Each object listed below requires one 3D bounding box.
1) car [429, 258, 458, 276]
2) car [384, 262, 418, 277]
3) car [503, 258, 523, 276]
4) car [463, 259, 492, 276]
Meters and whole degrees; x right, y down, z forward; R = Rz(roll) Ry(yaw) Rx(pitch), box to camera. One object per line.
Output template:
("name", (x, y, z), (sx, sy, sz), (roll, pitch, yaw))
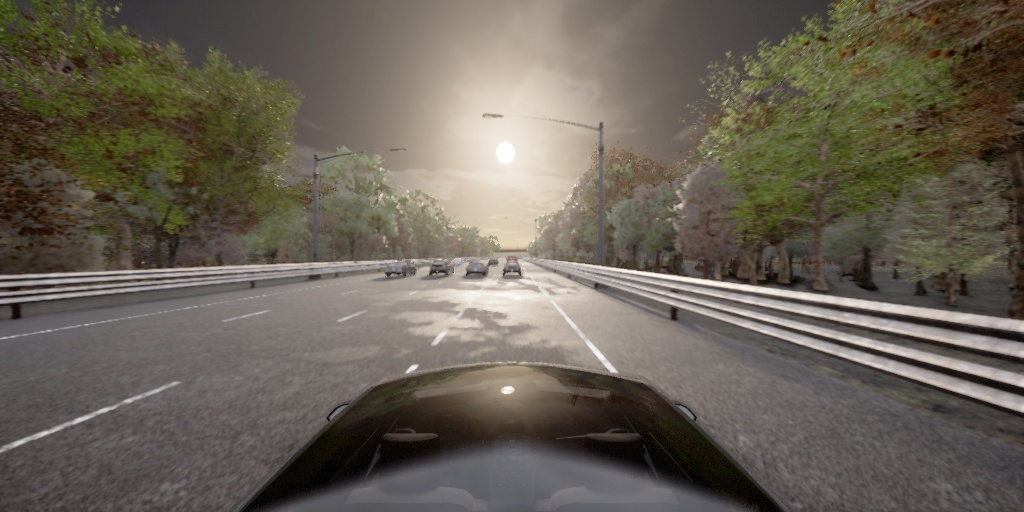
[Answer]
("car", (-6.978, 1.193, 35.994), (1.837, 1.490, 4.892), (0, 1, 0))
("car", (-10.495, 1.237, 34.289), (2.033, 1.411, 5.357), (0, 0, 0))
("car", (0.026, 1.211, 36.567), (1.812, 1.442, 4.674), (0, 0, 1))
("car", (-3.474, 1.250, 36.449), (1.994, 1.385, 4.181), (0, 0, 1))
